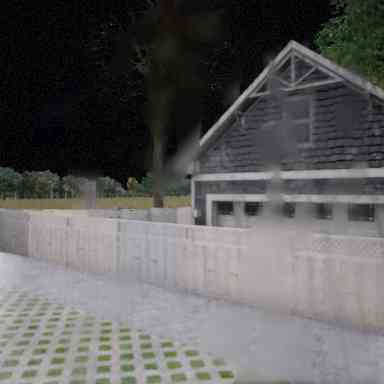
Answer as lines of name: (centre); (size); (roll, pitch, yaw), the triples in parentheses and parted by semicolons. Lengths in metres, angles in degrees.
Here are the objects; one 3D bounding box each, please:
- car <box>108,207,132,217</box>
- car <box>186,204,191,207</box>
car: (-6.483, 1.936, 28.733); (1.895, 1.301, 4.718); (0, -1, 35)
car: (0.896, 1.867, 39.219); (2.097, 1.767, 4.553); (0, -1, 35)
